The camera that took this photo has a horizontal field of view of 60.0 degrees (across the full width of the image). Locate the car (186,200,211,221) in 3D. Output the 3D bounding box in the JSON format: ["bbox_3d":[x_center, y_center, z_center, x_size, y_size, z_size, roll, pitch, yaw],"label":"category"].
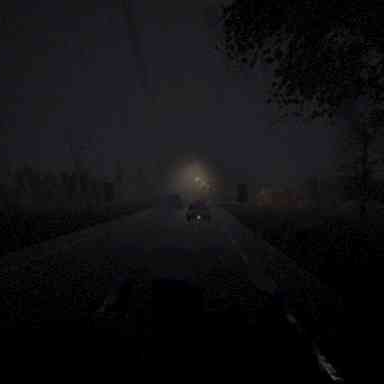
[{"bbox_3d":[0.569,1.619,27.150,1.895,1.301,4.718,0,0,2],"label":"car"}]

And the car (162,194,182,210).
[{"bbox_3d":[-2.519,1.248,43.522,2.150,2.045,5.566,0,0,3],"label":"car"}]
